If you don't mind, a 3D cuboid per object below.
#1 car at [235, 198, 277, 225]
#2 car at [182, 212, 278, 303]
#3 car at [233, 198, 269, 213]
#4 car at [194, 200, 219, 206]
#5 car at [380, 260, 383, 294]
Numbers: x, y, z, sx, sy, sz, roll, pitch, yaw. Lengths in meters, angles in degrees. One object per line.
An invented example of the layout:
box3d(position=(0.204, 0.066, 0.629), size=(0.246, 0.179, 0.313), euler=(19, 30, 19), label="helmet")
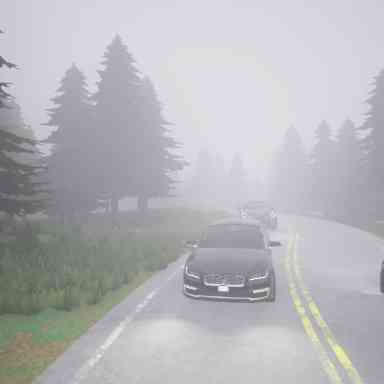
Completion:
box3d(position=(3.870, 1.270, 20.364), size=(2.097, 1.767, 4.553), euler=(-1, 0, 5), label="car")
box3d(position=(1.088, 1.496, 8.411), size=(1.837, 1.490, 4.892), euler=(-1, 0, 12), label="car")
box3d(position=(6.192, 1.410, 35.735), size=(1.837, 1.490, 4.892), euler=(2, -1, -16), label="car")
box3d(position=(1.905, 1.799, 44.859), size=(1.812, 1.442, 4.674), euler=(3, -5, -35), label="car")
box3d(position=(4.492, 1.308, 4.642), size=(2.097, 1.767, 4.553), euler=(-1, 0, 8), label="car")
